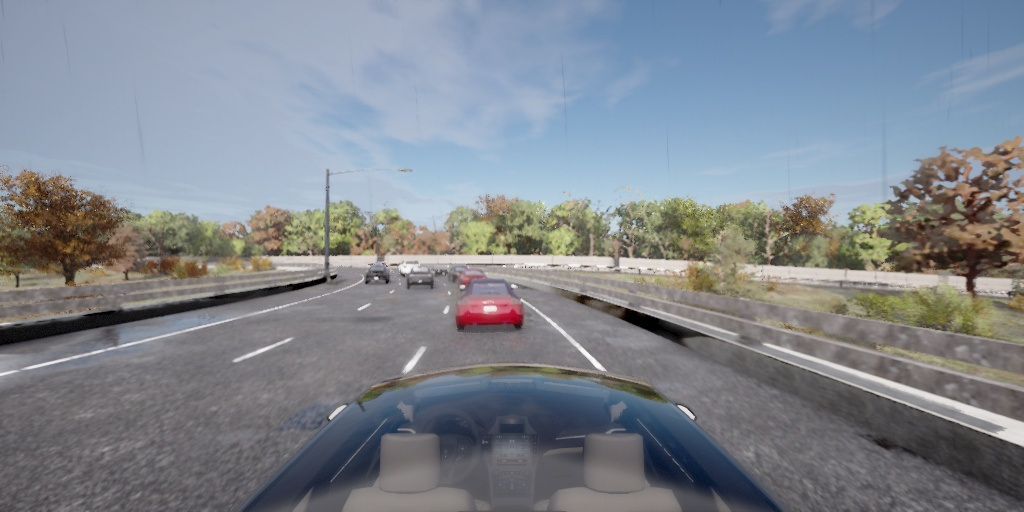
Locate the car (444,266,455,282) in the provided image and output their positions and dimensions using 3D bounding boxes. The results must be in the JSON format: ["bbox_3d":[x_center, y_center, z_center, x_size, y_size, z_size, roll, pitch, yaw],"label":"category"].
[{"bbox_3d":[-4.726,1.614,32.489,1.812,1.442,4.674,0,0,-16],"label":"car"}]

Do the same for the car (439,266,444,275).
[{"bbox_3d":[-8.890,1.825,44.313,1.895,1.301,4.718,0,-1,-22],"label":"car"}]

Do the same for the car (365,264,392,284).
[{"bbox_3d":[-11.622,1.594,31.268,1.837,1.490,4.892,0,-1,-16],"label":"car"}]

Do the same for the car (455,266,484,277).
[{"bbox_3d":[-2.604,1.516,23.634,1.812,1.442,4.674,0,-1,-11],"label":"car"}]

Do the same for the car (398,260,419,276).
[{"bbox_3d":[-12.698,1.457,44.384,2.150,2.045,5.566,0,0,-23],"label":"car"}]

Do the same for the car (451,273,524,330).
[{"bbox_3d":[-0.761,1.421,11.699,1.994,1.385,4.181,0,-1,-5],"label":"car"}]

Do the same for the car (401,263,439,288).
[{"bbox_3d":[-6.692,1.520,26.379,2.128,1.511,4.902,0,0,-13],"label":"car"}]
